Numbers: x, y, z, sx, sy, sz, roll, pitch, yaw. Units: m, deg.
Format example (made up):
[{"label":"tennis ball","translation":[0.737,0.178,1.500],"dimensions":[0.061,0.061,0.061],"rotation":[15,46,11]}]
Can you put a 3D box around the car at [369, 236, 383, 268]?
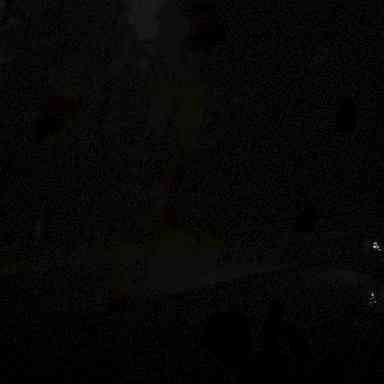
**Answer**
[{"label":"car","translation":[7.009,1.401,9.605],"dimensions":[4.674,1.442,1.812],"rotation":[-1,0,-35]}]
